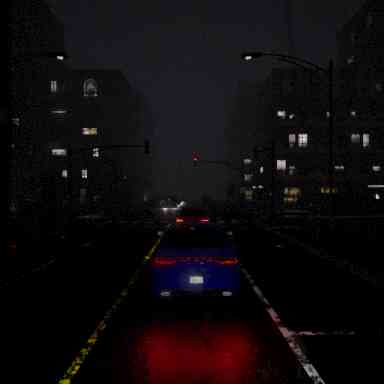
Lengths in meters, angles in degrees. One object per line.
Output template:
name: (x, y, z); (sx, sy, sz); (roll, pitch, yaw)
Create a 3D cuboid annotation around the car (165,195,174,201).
car: (-5.827, 1.480, 85.953); (1.967, 1.590, 4.097); (0, 0, 0)

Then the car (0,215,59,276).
car: (-5.756, 1.582, 9.834); (1.802, 1.307, 4.206); (0, 0, 0)

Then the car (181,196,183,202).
car: (-3.171, 1.371, 58.713); (2.097, 1.767, 4.553); (0, 0, 0)

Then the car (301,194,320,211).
car: (14.727, 1.205, 35.637); (4.892, 1.490, 1.837); (-1, 0, -1)

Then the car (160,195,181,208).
car: (-3.158, 1.560, 49.230); (2.033, 1.411, 5.357); (0, 0, -1)

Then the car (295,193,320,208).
car: (14.499, 1.015, 38.206); (5.009, 1.841, 2.192); (-1, 1, -1)

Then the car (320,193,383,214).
car: (14.647, 1.029, 29.828); (5.009, 1.841, 2.192); (-1, 1, -1)

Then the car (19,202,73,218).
car: (-14.078, 1.730, 32.179); (4.902, 1.511, 2.128); (-1, 0, -2)

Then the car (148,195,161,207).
car: (-5.772, 1.580, 51.858); (1.947, 1.339, 4.313); (0, 0, 0)

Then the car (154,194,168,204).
car: (-5.791, 1.336, 63.223); (2.192, 1.841, 5.009); (0, 0, 0)

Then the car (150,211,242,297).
car: (0.090, 1.477, 8.632); (1.882, 1.535, 5.008); (0, 0, 0)

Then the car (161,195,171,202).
car: (-5.809, 1.470, 74.588); (1.967, 1.590, 4.097); (0, 0, 0)

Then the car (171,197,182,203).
car: (-3.119, 1.626, 68.221); (1.895, 1.301, 4.718); (0, 0, 0)

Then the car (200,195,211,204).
car: (2.590, 1.461, 63.238); (1.967, 1.590, 4.097); (0, 0, 0)

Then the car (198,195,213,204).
car: (2.598, 1.458, 57.556); (1.967, 1.590, 4.097); (0, 0, 0)

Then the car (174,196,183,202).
car: (-3.126, 1.621, 78.559); (1.895, 1.301, 4.718); (0, 0, 0)

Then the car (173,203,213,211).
car: (0.070, 1.526, 17.973); (1.812, 1.442, 4.674); (0, 0, 1)
